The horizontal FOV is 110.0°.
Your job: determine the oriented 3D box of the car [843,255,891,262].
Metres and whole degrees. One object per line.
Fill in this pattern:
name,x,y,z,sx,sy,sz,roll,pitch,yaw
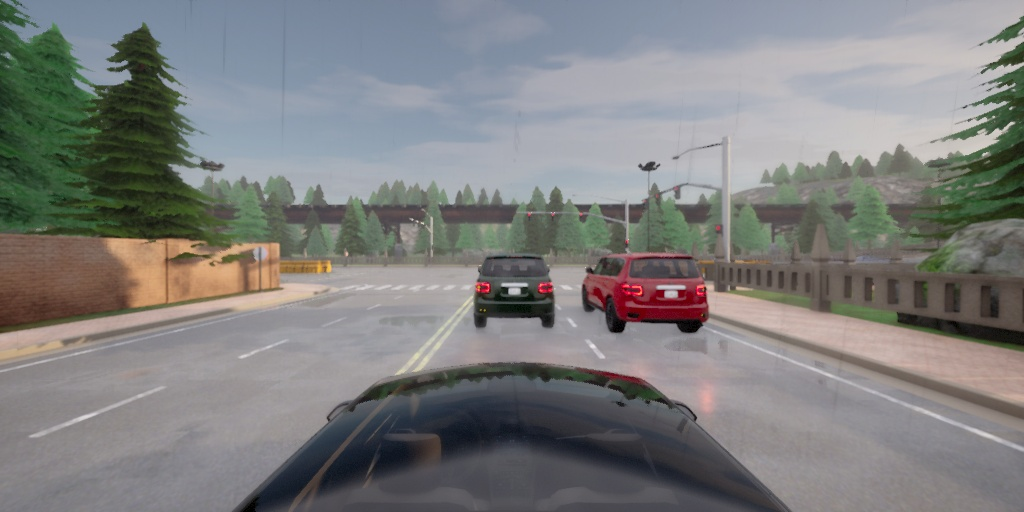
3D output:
car,43.051,0.871,42.351,5.357,1.411,2.033,-2,0,0

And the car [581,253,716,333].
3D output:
car,3.563,0.924,10.667,2.150,2.045,5.566,0,0,0

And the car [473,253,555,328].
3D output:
car,0.062,0.921,11.340,2.150,2.045,5.566,0,0,0

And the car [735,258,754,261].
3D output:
car,26.623,1.037,42.390,4.892,1.490,1.837,0,0,0

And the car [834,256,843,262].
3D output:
car,44.937,0.699,45.837,5.008,1.535,1.882,-3,0,0
